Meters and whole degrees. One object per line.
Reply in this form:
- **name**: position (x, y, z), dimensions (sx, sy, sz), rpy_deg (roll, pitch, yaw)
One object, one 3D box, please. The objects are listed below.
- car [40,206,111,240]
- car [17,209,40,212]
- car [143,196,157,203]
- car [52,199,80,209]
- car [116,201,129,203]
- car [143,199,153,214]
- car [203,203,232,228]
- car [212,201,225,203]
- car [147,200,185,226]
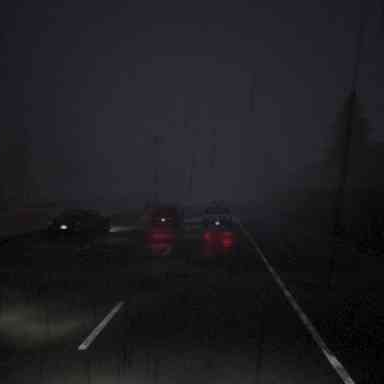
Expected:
- **car**: position (-5.713, 1.591, 17.242), dimensions (1.994, 1.385, 4.181), rpy_deg (0, 0, 5)
- **car**: position (-12.197, 1.507, 26.363), dimensions (1.882, 1.535, 5.008), rpy_deg (0, 0, 5)
- **car**: position (-8.582, 1.508, 68.701), dimensions (1.994, 1.385, 4.181), rpy_deg (0, 0, 5)
- **car**: position (-17.528, 1.666, 46.540), dimensions (1.895, 1.301, 4.718), rpy_deg (0, 0, 5)
- **car**: position (-12.760, 1.697, 60.912), dimensions (1.994, 1.385, 4.181), rpy_deg (0, 0, 5)
- **car**: position (-4.117, 1.577, 36.683), dimensions (2.128, 1.511, 4.902), rpy_deg (0, 0, 5)
- **car**: position (1.774, 1.670, 23.025), dimensions (1.895, 1.301, 4.718), rpy_deg (0, 0, 5)
- **car**: position (3.350, 1.726, 42.019), dimensions (1.895, 1.301, 4.718), rpy_deg (0, 0, 5)
- **car**: position (-1.659, 1.564, 23.951), dimensions (1.837, 1.490, 4.892), rpy_deg (0, 0, 5)
